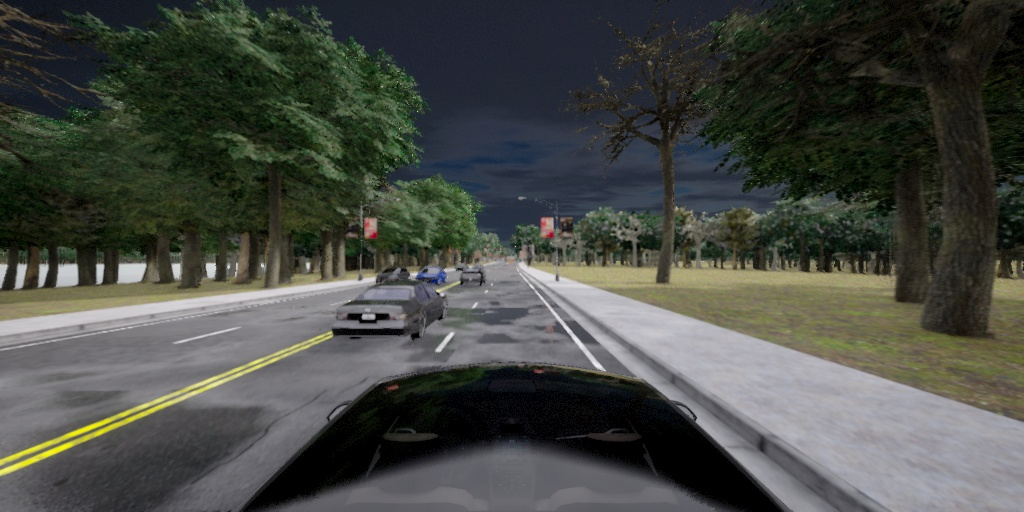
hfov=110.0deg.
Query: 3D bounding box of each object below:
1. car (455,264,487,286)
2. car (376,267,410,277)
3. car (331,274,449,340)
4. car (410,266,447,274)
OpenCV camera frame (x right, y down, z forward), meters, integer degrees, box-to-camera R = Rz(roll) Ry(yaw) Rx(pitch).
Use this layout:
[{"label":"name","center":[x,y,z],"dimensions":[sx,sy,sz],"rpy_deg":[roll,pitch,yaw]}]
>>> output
[{"label":"car","center":[-3.239,1.678,30.460],"dimensions":[2.128,1.511,4.902],"rpy_deg":[0,-1,0]},{"label":"car","center":[-9.932,1.689,30.275],"dimensions":[1.837,1.490,4.892],"rpy_deg":[0,-1,0]},{"label":"car","center":[-3.167,1.428,10.426],"dimensions":[2.033,1.411,5.357],"rpy_deg":[0,-1,0]},{"label":"car","center":[-6.680,1.658,30.019],"dimensions":[1.882,1.535,5.008],"rpy_deg":[0,-1,0]}]
